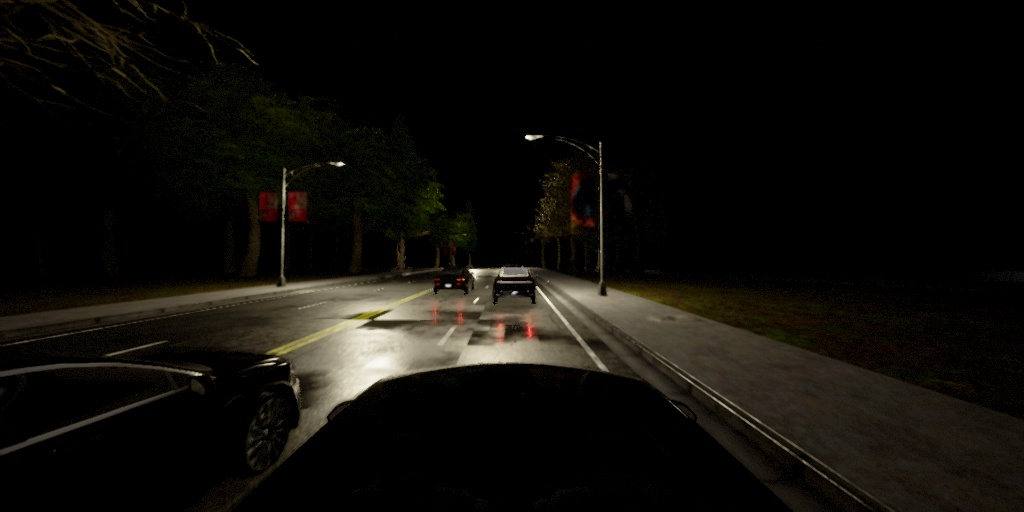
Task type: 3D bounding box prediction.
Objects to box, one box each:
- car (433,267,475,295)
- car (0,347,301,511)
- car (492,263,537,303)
[{"bbox_3d":[-3.153,1.310,20.024,1.812,1.442,4.674,0,0,0],"label":"car"},{"bbox_3d":[-3.150,1.242,1.845,2.128,1.511,4.902,0,0,0],"label":"car"},{"bbox_3d":[0.097,1.263,16.602,2.128,1.511,4.902,0,0,0],"label":"car"}]
